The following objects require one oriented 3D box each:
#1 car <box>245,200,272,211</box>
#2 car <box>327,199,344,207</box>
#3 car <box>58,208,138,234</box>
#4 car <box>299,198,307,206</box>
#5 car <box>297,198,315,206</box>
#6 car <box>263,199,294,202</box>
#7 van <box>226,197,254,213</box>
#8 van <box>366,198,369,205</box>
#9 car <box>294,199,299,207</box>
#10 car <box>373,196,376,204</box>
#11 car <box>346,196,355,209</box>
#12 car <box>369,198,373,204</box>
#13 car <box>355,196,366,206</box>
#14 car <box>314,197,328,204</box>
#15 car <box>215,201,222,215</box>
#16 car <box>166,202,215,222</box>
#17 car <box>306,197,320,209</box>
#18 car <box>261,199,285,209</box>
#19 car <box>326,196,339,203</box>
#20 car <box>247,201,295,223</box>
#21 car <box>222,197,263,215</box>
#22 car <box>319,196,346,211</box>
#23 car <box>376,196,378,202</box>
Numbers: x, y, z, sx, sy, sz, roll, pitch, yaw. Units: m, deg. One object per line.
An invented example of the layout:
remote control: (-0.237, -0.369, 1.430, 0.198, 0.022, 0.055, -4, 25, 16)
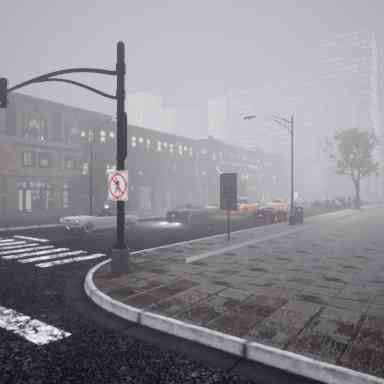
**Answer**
car: (9.127, 1.756, 45.466, 2.008, 1.369, 4.403, 0, 0, 35)
car: (25.097, 1.913, 58.118, 1.895, 1.301, 4.718, 0, 0, 35)
car: (-5.544, 1.668, 20.071, 1.895, 1.301, 4.718, 0, 0, 35)
car: (18.656, 1.846, 59.031, 2.008, 1.369, 4.403, 0, -1, 35)
car: (21.833, 1.876, 63.553, 2.008, 1.369, 4.403, 0, -1, 35)
car: (11.386, 1.684, 44.094, 1.882, 1.535, 5.008, 0, 0, 36)
van: (5.950, 1.518, 40.945, 1.690, 1.788, 3.998, 0, 0, 35)
van: (31.867, 1.699, 63.259, 1.690, 1.788, 3.998, 0, -1, 35)
car: (15.480, 1.816, 54.509, 2.008, 1.369, 4.403, 0, -1, 35)
car: (38.318, 1.948, 72.440, 1.752, 1.417, 4.829, 0, -1, 35)
car: (22.337, 1.581, 49.694, 2.192, 1.841, 5.009, 0, -1, 35)
car: (35.043, 1.972, 67.778, 1.802, 1.307, 4.206, 0, -1, 35)
car: (28.690, 1.642, 58.738, 2.192, 1.841, 5.009, 0, -1, 35)
car: (28.185, 1.828, 72.596, 1.967, 1.590, 4.097, 0, -1, 35)
car: (2.676, 1.674, 36.283, 1.752, 1.417, 4.829, 0, 0, 35)
car: (-0.293, 1.672, 27.530, 1.994, 1.385, 4.181, 0, 0, 36)
car: (19.309, 1.749, 49.879, 2.128, 1.511, 4.902, 0, 0, 35)
car: (12.205, 1.759, 49.848, 1.752, 1.417, 4.829, 0, -1, 35)
car: (34.538, 1.894, 81.640, 1.967, 1.590, 4.097, 0, -1, 35)
car: (6.499, 1.670, 27.055, 1.887, 1.381, 4.507, 0, 0, 35)
car: (5.515, 1.508, 35.794, 2.097, 1.767, 4.553, 0, 0, 35)
car: (19.161, 1.676, 45.172, 1.967, 1.590, 4.097, 0, -1, 35)
car: (41.396, 2.037, 76.822, 1.802, 1.307, 4.206, 0, -1, 35)
